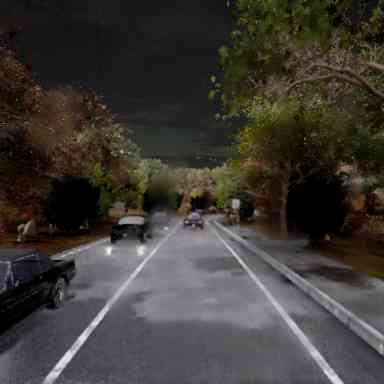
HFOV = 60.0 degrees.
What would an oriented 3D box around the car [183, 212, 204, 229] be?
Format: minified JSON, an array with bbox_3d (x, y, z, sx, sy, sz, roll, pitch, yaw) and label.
[{"bbox_3d":[0.138,2.850,32.214,1.895,1.301,4.718,0,-3,0],"label":"car"}]

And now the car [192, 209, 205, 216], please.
[{"bbox_3d":[1.486,4.763,76.913,1.882,1.535,5.008,1,-3,14],"label":"car"}]

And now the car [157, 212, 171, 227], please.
[{"bbox_3d":[-3.359,2.941,36.056,1.837,1.490,4.892,0,-3,0],"label":"car"}]

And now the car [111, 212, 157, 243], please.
[{"bbox_3d":[-3.498,2.132,20.068,1.882,1.535,5.008,0,-3,1],"label":"car"}]

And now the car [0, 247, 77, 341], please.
[{"bbox_3d":[-3.582,1.678,5.409,1.895,1.301,4.718,0,-1,0],"label":"car"}]

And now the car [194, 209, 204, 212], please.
[{"bbox_3d":[0.460,3.469,46.792,1.812,1.442,4.674,0,-2,3],"label":"car"}]
